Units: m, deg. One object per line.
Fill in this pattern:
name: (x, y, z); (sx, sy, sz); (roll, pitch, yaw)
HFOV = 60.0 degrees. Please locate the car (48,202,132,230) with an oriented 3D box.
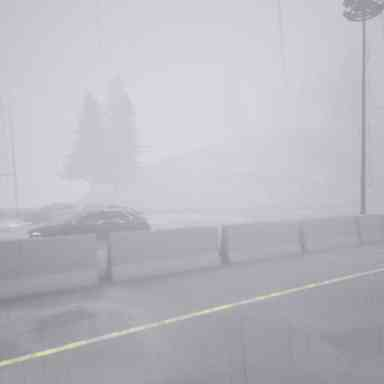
car: (-6.276, 1.420, 20.711); (4.674, 1.442, 1.812); (0, 0, -33)

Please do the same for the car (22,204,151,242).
car: (-4.119, 1.435, 13.799); (4.892, 1.490, 1.837); (0, 0, -34)

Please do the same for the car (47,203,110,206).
car: (-4.816, 1.417, 17.537); (4.892, 1.490, 1.837); (0, 0, -33)

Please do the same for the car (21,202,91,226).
car: (-9.328, 1.443, 22.875); (4.181, 1.385, 1.994); (0, 0, -33)
